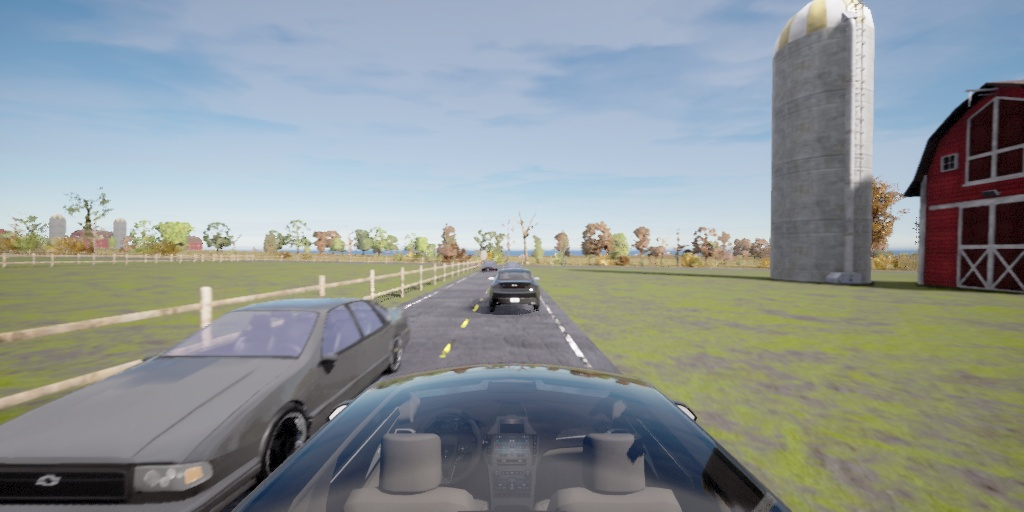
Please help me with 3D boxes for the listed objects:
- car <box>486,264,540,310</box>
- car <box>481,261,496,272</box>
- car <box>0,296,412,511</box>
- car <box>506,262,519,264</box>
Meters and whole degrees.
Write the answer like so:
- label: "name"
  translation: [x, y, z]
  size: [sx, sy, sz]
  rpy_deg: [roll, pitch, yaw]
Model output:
- label: "car"
  translation: [0.094, 1.251, 14.587]
  size: [1.837, 1.490, 4.892]
  rpy_deg: [0, 0, 0]
- label: "car"
  translation: [-2.860, 1.301, 46.010]
  size: [2.033, 1.411, 5.357]
  rpy_deg: [0, 0, 0]
- label: "car"
  translation: [-2.855, 1.297, 4.791]
  size: [2.033, 1.411, 5.357]
  rpy_deg: [0, 0, 0]
- label: "car"
  translation: [0.083, 1.295, 35.478]
  size: [2.033, 1.411, 5.357]
  rpy_deg: [0, 0, 0]
